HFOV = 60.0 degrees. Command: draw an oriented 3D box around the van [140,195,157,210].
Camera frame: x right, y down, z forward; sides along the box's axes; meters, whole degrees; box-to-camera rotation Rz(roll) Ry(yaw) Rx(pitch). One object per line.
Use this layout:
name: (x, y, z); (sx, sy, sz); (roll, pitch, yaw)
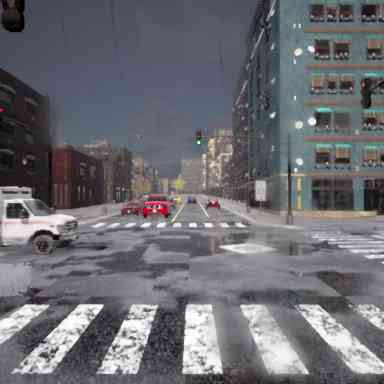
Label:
van: (-5.673, 1.348, 43.930); (1.690, 1.788, 3.998); (1, 0, 0)

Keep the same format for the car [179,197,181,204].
car: (-3.026, 1.487, 62.055); (1.882, 1.535, 5.008); (0, 0, 0)

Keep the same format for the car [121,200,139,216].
car: (-5.753, 1.550, 32.561); (1.887, 1.381, 4.507); (1, 0, 0)

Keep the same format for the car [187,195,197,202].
car: (-0.001, 1.397, 70.657); (1.994, 1.385, 4.181); (0, 0, 0)

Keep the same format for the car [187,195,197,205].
car: (0.000, 1.557, 60.231); (2.033, 1.411, 5.357); (0, 0, 0)

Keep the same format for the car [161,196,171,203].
car: (-5.678, 1.594, 72.363); (1.802, 1.307, 4.206); (1, 0, 0)

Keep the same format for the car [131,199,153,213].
car: (-5.677, 1.550, 38.243); (1.887, 1.381, 4.507); (1, 0, 0)

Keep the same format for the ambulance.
ambulance: (-7.649, 1.036, 12.575); (6.366, 2.431, 2.351); (0, 0, 1)

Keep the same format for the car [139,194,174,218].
car: (-3.107, 1.226, 30.347); (2.150, 2.045, 5.566); (0, 0, 0)

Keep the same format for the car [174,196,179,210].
car: (-3.088, 1.532, 43.352); (1.812, 1.442, 4.674); (0, 0, 0)

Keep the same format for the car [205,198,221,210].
car: (2.705, 1.447, 43.991); (1.967, 1.590, 4.097); (1, 0, 0)
